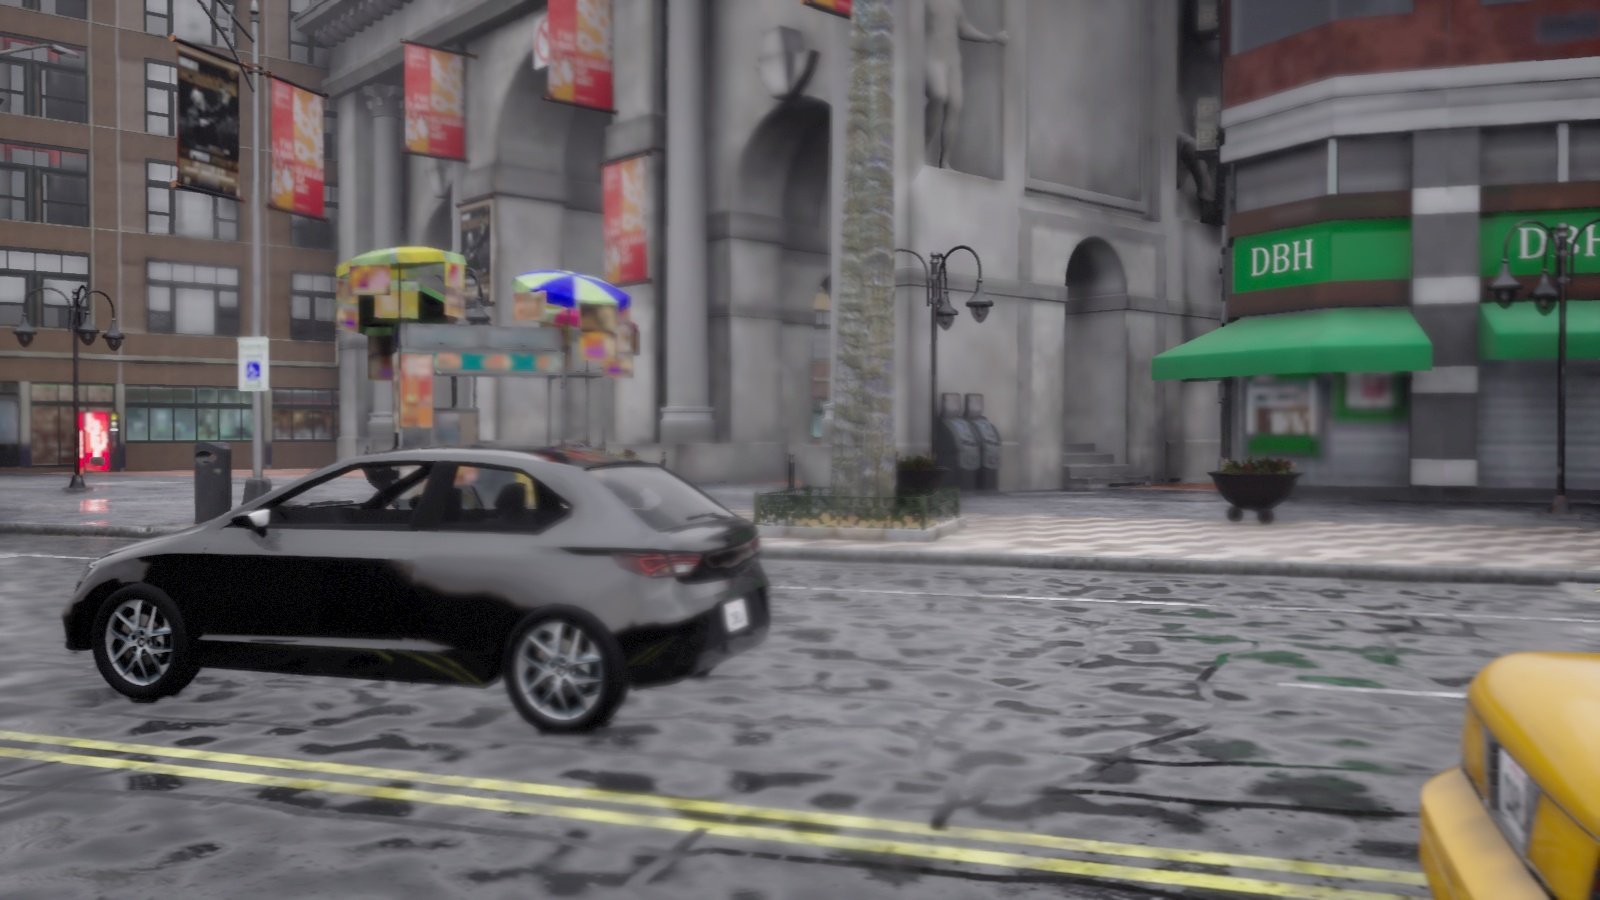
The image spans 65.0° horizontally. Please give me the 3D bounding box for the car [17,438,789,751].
[{"bbox_3d":[-2.347,0.690,7.623,4.193,1.474,1.816,1,1,18],"label":"car"}]

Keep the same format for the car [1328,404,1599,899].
[{"bbox_3d":[3.796,0.752,1.929,5.366,1.575,1.801,1,1,19],"label":"car"}]
